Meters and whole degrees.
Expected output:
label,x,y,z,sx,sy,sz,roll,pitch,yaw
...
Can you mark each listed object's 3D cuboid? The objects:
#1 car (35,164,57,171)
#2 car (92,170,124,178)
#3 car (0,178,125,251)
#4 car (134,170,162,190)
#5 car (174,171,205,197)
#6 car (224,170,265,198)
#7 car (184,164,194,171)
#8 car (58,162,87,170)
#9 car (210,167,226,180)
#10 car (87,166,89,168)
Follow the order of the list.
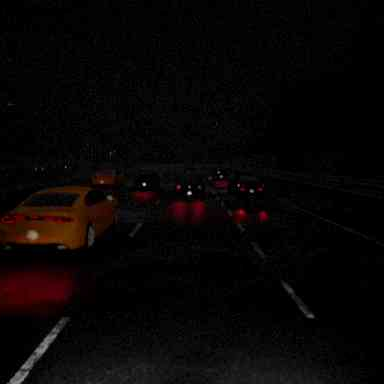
label,x,y,z,sx,sy,sz,roll,pitch,yaw
car,-28.496,-4.575,64.202,1.882,1.535,5.008,0,5,0
car,-7.126,-1.208,28.740,1.882,1.535,5.008,0,5,0
car,-3.482,0.571,9.692,1.882,1.535,5.008,0,5,0
car,-3.617,-1.059,27.508,1.837,1.490,4.892,0,5,0
car,-0.177,-0.461,22.227,1.895,1.301,4.718,0,5,0
car,3.428,-0.460,21.461,1.812,1.442,4.674,0,5,0
car,-0.549,-5.136,71.437,1.837,1.490,4.892,0,5,0
car,-17.953,-3.287,50.306,1.882,1.535,5.008,0,5,0
car,3.289,-2.236,39.936,1.837,1.490,4.892,0,5,0
car,-21.510,-4.651,66.075,1.994,1.385,4.181,0,5,0
